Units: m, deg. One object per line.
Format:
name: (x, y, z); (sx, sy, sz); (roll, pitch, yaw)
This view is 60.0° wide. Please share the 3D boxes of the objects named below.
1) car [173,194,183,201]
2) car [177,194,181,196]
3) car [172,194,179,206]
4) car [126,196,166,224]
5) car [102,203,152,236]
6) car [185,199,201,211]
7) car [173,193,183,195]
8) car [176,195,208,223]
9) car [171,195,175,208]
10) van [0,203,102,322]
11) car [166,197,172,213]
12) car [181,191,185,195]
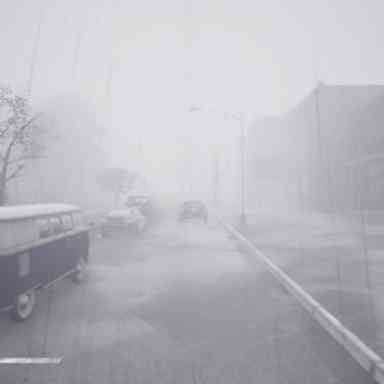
car: (-3.643, 1.455, 84.777); (2.185, 1.767, 4.553); (0, 0, 2)
car: (-3.645, 1.580, 57.073); (2.097, 1.535, 5.008); (0, 0, 2)
car: (-3.639, 1.551, 50.691); (1.946, 1.575, 5.366); (0, 0, 2)
car: (-3.650, 1.280, 25.007); (2.435, 2.045, 5.566); (0, 0, 1)
car: (-3.651, 1.553, 18.261); (2.002, 1.452, 4.674); (0, 0, 0)
car: (0.104, 1.602, 42.983); (1.994, 1.385, 4.181); (0, 0, 0)
car: (-3.644, 1.582, 68.170); (2.097, 1.535, 5.008); (0, 0, 2)
car: (0.102, 1.367, 26.125); (2.097, 1.767, 4.553); (0, 0, 0)
car: (-3.647, 1.535, 40.438); (2.097, 1.535, 5.008); (0, 0, 2)
van: (-3.647, 1.281, 7.291); (1.878, 1.987, 4.442); (0, 0, 2)
car: (-3.648, 1.513, 34.891); (2.097, 1.535, 5.008); (0, 0, 2)
car: (-3.642, 1.320, 77.123); (2.435, 2.045, 5.566); (0, 0, 2)
